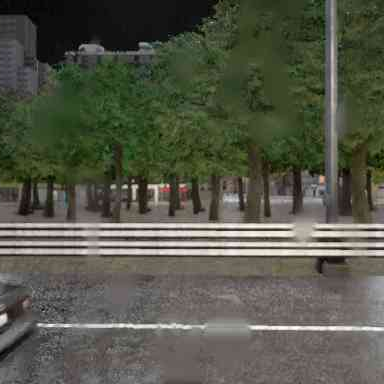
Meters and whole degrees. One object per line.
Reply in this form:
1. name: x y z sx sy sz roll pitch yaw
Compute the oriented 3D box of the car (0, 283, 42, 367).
1. car: -4.741 1.557 3.953 5.357 1.411 2.033 0 0 2
